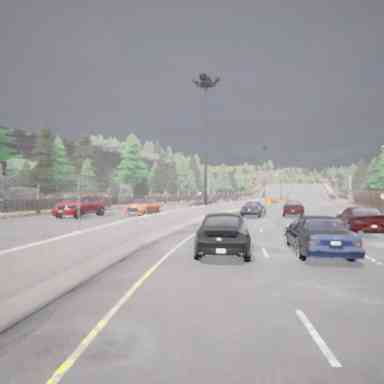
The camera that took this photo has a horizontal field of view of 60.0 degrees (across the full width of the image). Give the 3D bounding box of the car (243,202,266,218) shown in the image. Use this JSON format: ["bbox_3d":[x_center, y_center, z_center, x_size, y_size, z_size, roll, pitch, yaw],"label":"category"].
[{"bbox_3d":[5.779,1.614,31.186,2.033,1.411,5.357,0,0,19],"label":"car"}]

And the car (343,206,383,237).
[{"bbox_3d":[9.490,1.543,18.728,1.882,1.535,5.008,0,0,13],"label":"car"}]

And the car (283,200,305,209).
[{"bbox_3d":[9.915,1.563,32.380,1.882,1.535,5.008,0,0,19],"label":"car"}]

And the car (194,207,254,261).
[{"bbox_3d":[1.197,1.527,12.424,1.837,1.490,4.892,0,0,8],"label":"car"}]

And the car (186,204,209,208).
[{"bbox_3d":[0.980,1.604,39.355,2.033,1.411,5.357,0,0,19],"label":"car"}]

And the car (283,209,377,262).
[{"bbox_3d":[4.661,1.584,12.398,2.033,1.411,5.357,0,0,8],"label":"car"}]
